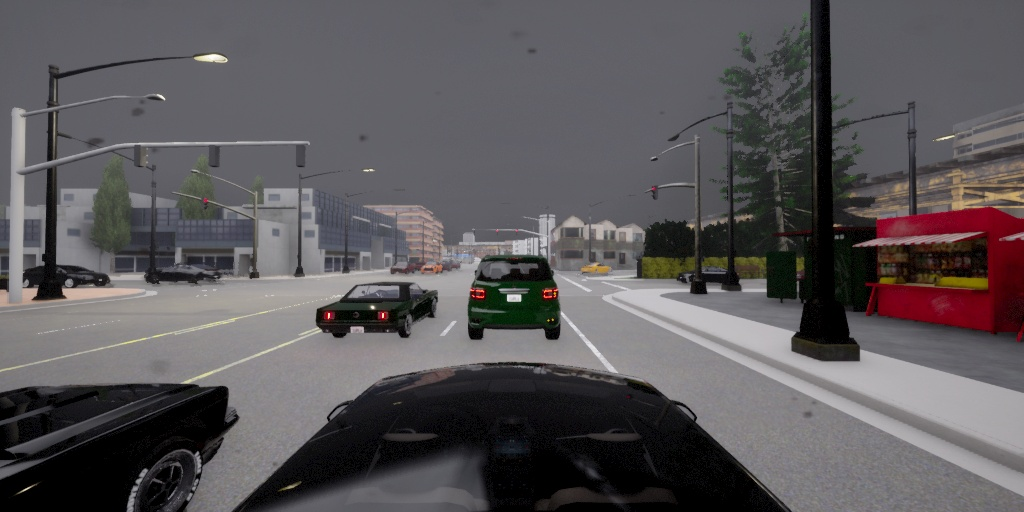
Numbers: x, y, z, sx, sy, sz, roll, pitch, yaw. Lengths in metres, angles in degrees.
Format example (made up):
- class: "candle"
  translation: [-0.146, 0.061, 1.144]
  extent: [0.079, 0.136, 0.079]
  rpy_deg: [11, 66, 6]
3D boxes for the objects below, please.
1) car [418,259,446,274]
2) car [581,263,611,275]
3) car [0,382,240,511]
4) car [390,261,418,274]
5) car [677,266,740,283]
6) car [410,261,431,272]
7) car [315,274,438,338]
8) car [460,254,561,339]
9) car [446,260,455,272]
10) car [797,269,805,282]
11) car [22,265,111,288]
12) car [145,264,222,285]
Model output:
- class: "car"
  translation: [-10.615, 1.468, 47.719]
  extent: [2.097, 1.767, 4.553]
  rpy_deg: [0, 0, 0]
- class: "car"
  translation: [11.031, 1.628, 46.730]
  extent: [5.008, 1.535, 1.882]
  rpy_deg: [1, -1, -44]
- class: "car"
  translation: [-3.402, 1.351, 1.084]
  extent: [1.895, 1.301, 4.718]
  rpy_deg: [0, 0, 0]
- class: "car"
  translation: [-14.119, 1.457, 46.411]
  extent: [2.097, 1.767, 4.553]
  rpy_deg: [0, -1, 0]
- class: "car"
  translation: [14.753, 1.448, 27.089]
  extent: [4.181, 1.385, 1.994]
  rpy_deg: [0, -1, 0]
- class: "car"
  translation: [-14.113, 1.653, 55.681]
  extent: [1.882, 1.535, 5.008]
  rpy_deg: [0, 0, 0]
- class: "car"
  translation: [-3.435, 1.368, 10.223]
  extent: [1.895, 1.301, 4.718]
  rpy_deg: [0, 0, 0]
- class: "car"
  translation: [0.062, 0.986, 10.206]
  extent: [2.150, 2.045, 5.566]
  rpy_deg: [0, 0, 0]
- class: "car"
  translation: [-10.620, 1.739, 56.327]
  extent: [1.994, 1.385, 4.181]
  rpy_deg: [0, 0, -1]
- class: "car"
  translation: [23.250, 1.409, 27.020]
  extent: [4.674, 1.442, 1.812]
  rpy_deg: [0, -1, 1]
- class: "car"
  translation: [-29.637, 1.343, 23.733]
  extent: [4.892, 1.490, 1.837]
  rpy_deg: [0, -1, 1]
- class: "car"
  translation: [-24.887, 1.378, 27.244]
  extent: [4.902, 1.511, 2.128]
  rpy_deg: [0, -1, 1]
